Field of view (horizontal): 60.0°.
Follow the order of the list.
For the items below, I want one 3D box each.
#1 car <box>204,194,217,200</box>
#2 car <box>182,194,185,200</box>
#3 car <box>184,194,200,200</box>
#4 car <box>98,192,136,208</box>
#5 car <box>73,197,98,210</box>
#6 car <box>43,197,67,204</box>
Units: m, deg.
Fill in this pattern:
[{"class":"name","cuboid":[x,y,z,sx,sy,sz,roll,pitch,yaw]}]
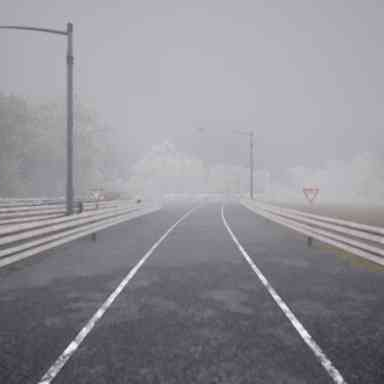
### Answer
[{"class":"car","cuboid":[4.482,1.477,86.533,1.895,1.301,4.718,0,0,16]},{"class":"car","cuboid":[-1.371,1.373,91.458,1.882,1.535,5.008,0,0,16]},{"class":"car","cuboid":[0.444,1.421,85.148,2.033,1.411,5.357,0,0,16]},{"class":"car","cuboid":[-7.969,1.007,37.497,2.150,2.045,5.566,0,0,12]},{"class":"car","cuboid":[-11.474,1.292,37.792,1.837,1.490,4.892,0,0,12]},{"class":"car","cuboid":[-14.986,1.277,38.118,2.128,1.511,4.902,0,0,12]}]
